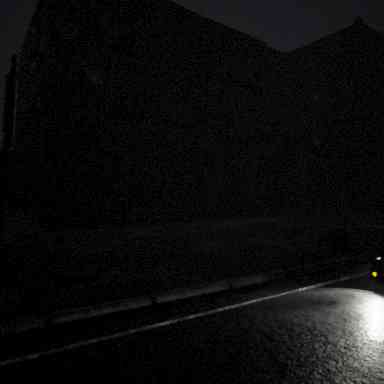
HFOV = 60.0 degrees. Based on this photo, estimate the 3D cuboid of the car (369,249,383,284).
[{"bbox_3d":[6.201,1.557,8.082,4.181,1.385,1.994,0,0,-34],"label":"car"}]
